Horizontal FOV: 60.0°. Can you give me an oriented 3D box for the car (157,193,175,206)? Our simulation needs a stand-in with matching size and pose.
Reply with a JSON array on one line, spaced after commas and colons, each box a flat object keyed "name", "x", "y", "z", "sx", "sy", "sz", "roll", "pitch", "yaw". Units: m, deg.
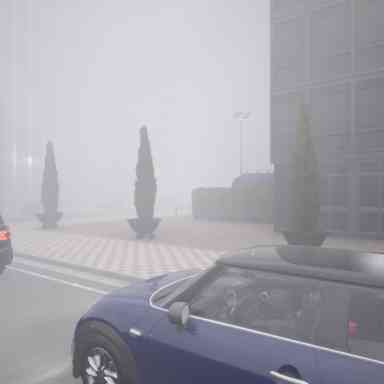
[{"name": "car", "x": -5.029, "y": 1.221, "z": 54.024, "sx": 2.150, "sy": 2.045, "sz": 5.566, "roll": 0, "pitch": 0, "yaw": 35}]

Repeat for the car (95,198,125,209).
[{"name": "car", "x": -11.115, "y": 1.564, "z": 45.343, "sx": 1.994, "sy": 1.385, "sz": 4.181, "roll": 0, "pitch": 0, "yaw": 35}]

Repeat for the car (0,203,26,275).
[{"name": "car", "x": -7.056, "y": 1.222, "z": 9.004, "sx": 5.566, "sy": 2.045, "sz": 2.150, "roll": 0, "pitch": 0, "yaw": 36}]

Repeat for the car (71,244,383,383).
[{"name": "car", "x": 0.807, "y": 1.352, "z": 3.418, "sx": 4.553, "sy": 1.767, "sz": 2.097, "roll": 0, "pitch": 0, "yaw": 36}]

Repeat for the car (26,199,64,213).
[{"name": "car", "x": -16.814, "y": 1.491, "z": 37.206, "sx": 2.128, "sy": 1.511, "sz": 4.902, "roll": 0, "pitch": 0, "yaw": 35}]
